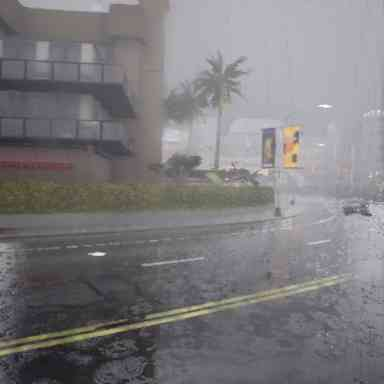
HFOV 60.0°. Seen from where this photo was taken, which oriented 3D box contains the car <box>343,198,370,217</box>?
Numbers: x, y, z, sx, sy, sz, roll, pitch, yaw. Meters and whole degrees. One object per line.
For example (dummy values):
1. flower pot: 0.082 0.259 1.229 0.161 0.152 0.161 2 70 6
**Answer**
1. car: 14.766 1.328 30.032 1.837 1.490 4.892 2 1 22
